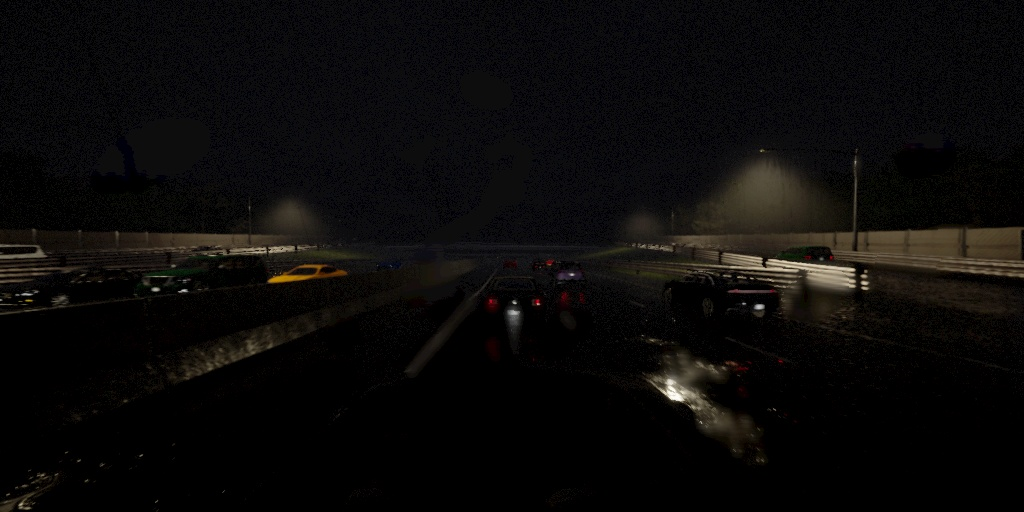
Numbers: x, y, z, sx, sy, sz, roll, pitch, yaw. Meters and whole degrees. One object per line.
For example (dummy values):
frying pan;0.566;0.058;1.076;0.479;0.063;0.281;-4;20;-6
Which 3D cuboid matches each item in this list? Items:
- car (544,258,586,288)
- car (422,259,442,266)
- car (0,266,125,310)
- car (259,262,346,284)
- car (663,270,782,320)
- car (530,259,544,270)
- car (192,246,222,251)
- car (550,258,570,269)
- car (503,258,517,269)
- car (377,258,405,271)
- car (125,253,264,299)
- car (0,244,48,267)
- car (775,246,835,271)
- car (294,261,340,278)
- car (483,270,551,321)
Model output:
car;3.533;1.145;23.452;2.033;1.649;4.856;0;0;0
car;-10.797;1.108;48.752;2.033;1.411;5.357;0;0;0
car;-17.630;1.256;14.733;1.837;1.490;4.892;0;0;0
car;-10.645;1.215;19.051;1.882;1.535;5.008;0;0;0
car;7.077;1.245;12.707;2.128;1.511;4.902;0;0;0
car;3.370;1.079;45.659;1.837;1.490;4.892;0;0;-1
car;-39.965;-0.530;46.902;2.128;1.511;4.902;0;3;-13
car;6.724;1.048;50.553;2.128;1.511;4.902;0;0;-1
car;-0.270;1.035;50.069;1.882;1.535;5.008;0;0;-1
car;-14.271;1.067;42.232;1.882;1.535;5.008;0;0;0
car;-14.137;0.968;16.975;2.150;2.045;5.566;0;0;0
car;-33.992;0.270;23.419;2.150;2.045;5.566;0;2;-16
car;24.022;0.160;29.622;2.150;2.045;5.566;0;3;15
car;-17.717;1.214;32.850;1.994;1.385;4.181;0;0;0
car;0.078;1.354;12.473;1.895;1.301;4.718;0;0;0
